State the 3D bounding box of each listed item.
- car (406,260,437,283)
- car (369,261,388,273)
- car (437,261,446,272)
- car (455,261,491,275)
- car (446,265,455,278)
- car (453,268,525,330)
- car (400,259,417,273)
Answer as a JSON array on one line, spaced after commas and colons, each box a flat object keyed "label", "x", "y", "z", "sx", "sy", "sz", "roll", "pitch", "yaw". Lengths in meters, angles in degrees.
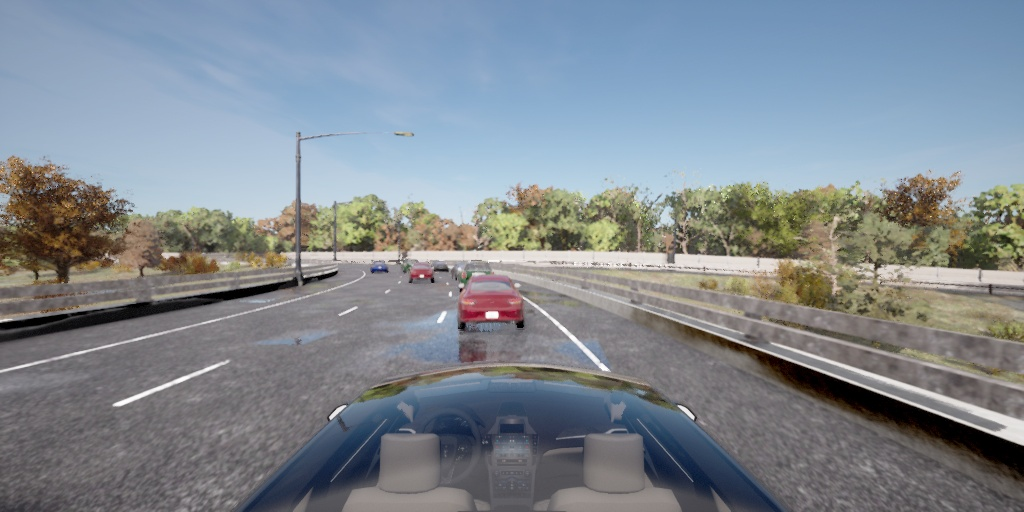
[{"label": "car", "x": -7.139, "y": 1.288, "z": 28.428, "sx": 1.812, "sy": 1.442, "sz": 4.674, "roll": 0, "pitch": 0, "yaw": -14}, {"label": "car", "x": -16.739, "y": 1.339, "z": 44.994, "sx": 1.994, "sy": 1.385, "sz": 4.181, "roll": 0, "pitch": 0, "yaw": -24}, {"label": "car", "x": -9.528, "y": 1.332, "z": 45.971, "sx": 1.994, "sy": 1.385, "sz": 4.181, "roll": 0, "pitch": 0, "yaw": -23}, {"label": "car", "x": -2.200, "y": 1.108, "z": 21.755, "sx": 2.097, "sy": 1.767, "sz": 4.553, "roll": 0, "pitch": 0, "yaw": -10}, {"label": "car", "x": -4.269, "y": 1.308, "z": 31.241, "sx": 2.033, "sy": 1.411, "sz": 5.357, "roll": 0, "pitch": 0, "yaw": -15}, {"label": "car", "x": -0.681, "y": 1.279, "z": 11.052, "sx": 1.812, "sy": 1.442, "sz": 4.674, "roll": 0, "pitch": 0, "yaw": -5}, {"label": "car", "x": -12.572, "y": 1.123, "z": 44.162, "sx": 2.097, "sy": 1.767, "sz": 4.553, "roll": 0, "pitch": 0, "yaw": -23}]
